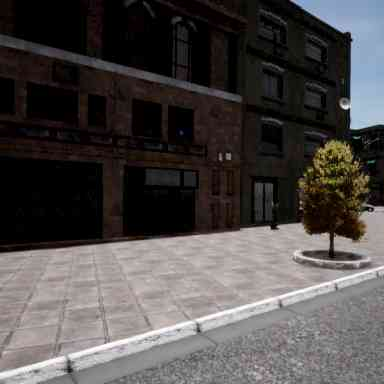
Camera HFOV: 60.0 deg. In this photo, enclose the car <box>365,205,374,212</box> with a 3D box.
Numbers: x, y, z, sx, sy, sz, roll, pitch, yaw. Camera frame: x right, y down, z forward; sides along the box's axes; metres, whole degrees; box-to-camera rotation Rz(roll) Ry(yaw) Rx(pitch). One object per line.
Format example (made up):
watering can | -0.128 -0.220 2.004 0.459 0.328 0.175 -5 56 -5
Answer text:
car | 18.691 1.568 38.151 1.947 1.339 4.313 1 -1 -18
